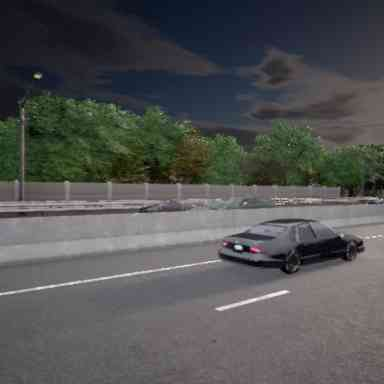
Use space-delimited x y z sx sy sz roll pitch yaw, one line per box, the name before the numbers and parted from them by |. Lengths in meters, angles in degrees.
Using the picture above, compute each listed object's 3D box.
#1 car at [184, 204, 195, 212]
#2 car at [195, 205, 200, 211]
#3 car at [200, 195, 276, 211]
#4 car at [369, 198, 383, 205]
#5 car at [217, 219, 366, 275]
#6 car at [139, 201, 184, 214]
car | 2.133 1.535 31.306 4.902 1.511 2.128 0 0 -35
car | 2.885 1.390 27.545 4.553 1.767 2.097 0 0 -35
car | 3.624 1.257 23.780 5.566 2.045 2.150 0 0 -36
car | 32.231 1.709 57.042 4.181 1.385 1.994 0 0 -35
car | 3.305 1.564 10.525 5.357 1.411 2.033 0 0 -36
car | -2.409 1.585 32.374 5.357 1.411 2.033 0 0 -36
